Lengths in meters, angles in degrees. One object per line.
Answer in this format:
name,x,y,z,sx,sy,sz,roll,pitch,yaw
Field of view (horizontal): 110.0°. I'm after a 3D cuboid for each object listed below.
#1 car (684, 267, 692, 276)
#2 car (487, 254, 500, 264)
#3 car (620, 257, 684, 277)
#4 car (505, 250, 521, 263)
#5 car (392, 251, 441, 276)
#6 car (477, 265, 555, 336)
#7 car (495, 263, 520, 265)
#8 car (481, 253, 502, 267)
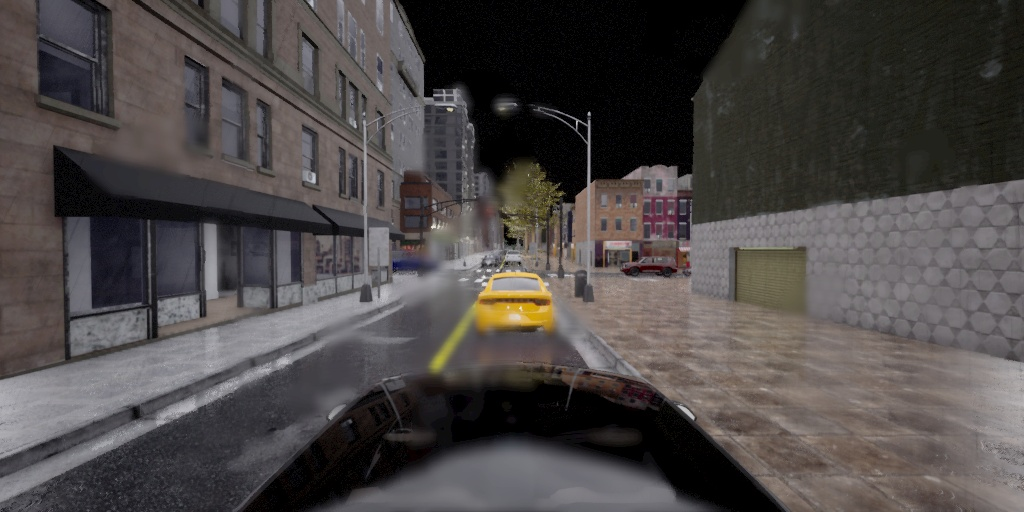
car,18.118,1.296,33.391,4.207,1.307,1.802,0,0,0
car,-2.821,0.442,55.813,1.895,1.301,4.718,0,2,0
car,12.716,0.952,33.384,5.009,1.841,2.192,0,0,0
car,0.149,0.126,53.644,2.150,2.045,5.566,0,2,0
car,-9.006,0.580,30.979,5.566,2.045,2.150,1,1,-4
car,0.100,1.206,10.414,1.882,1.535,5.008,0,0,0
car,0.076,1.250,19.856,1.895,1.301,4.718,0,1,0
car,-2.821,0.613,45.972,2.128,1.511,4.902,0,2,1
